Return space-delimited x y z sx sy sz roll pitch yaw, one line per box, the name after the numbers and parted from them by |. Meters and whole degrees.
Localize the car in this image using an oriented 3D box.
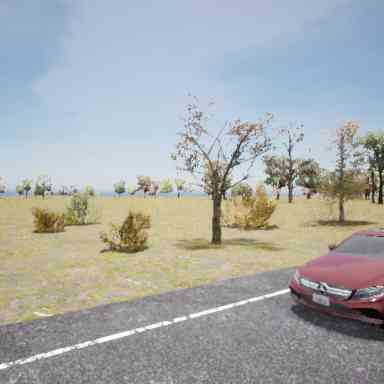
4.034 1.526 6.870 4.674 1.442 1.812 0 0 -35 | car
